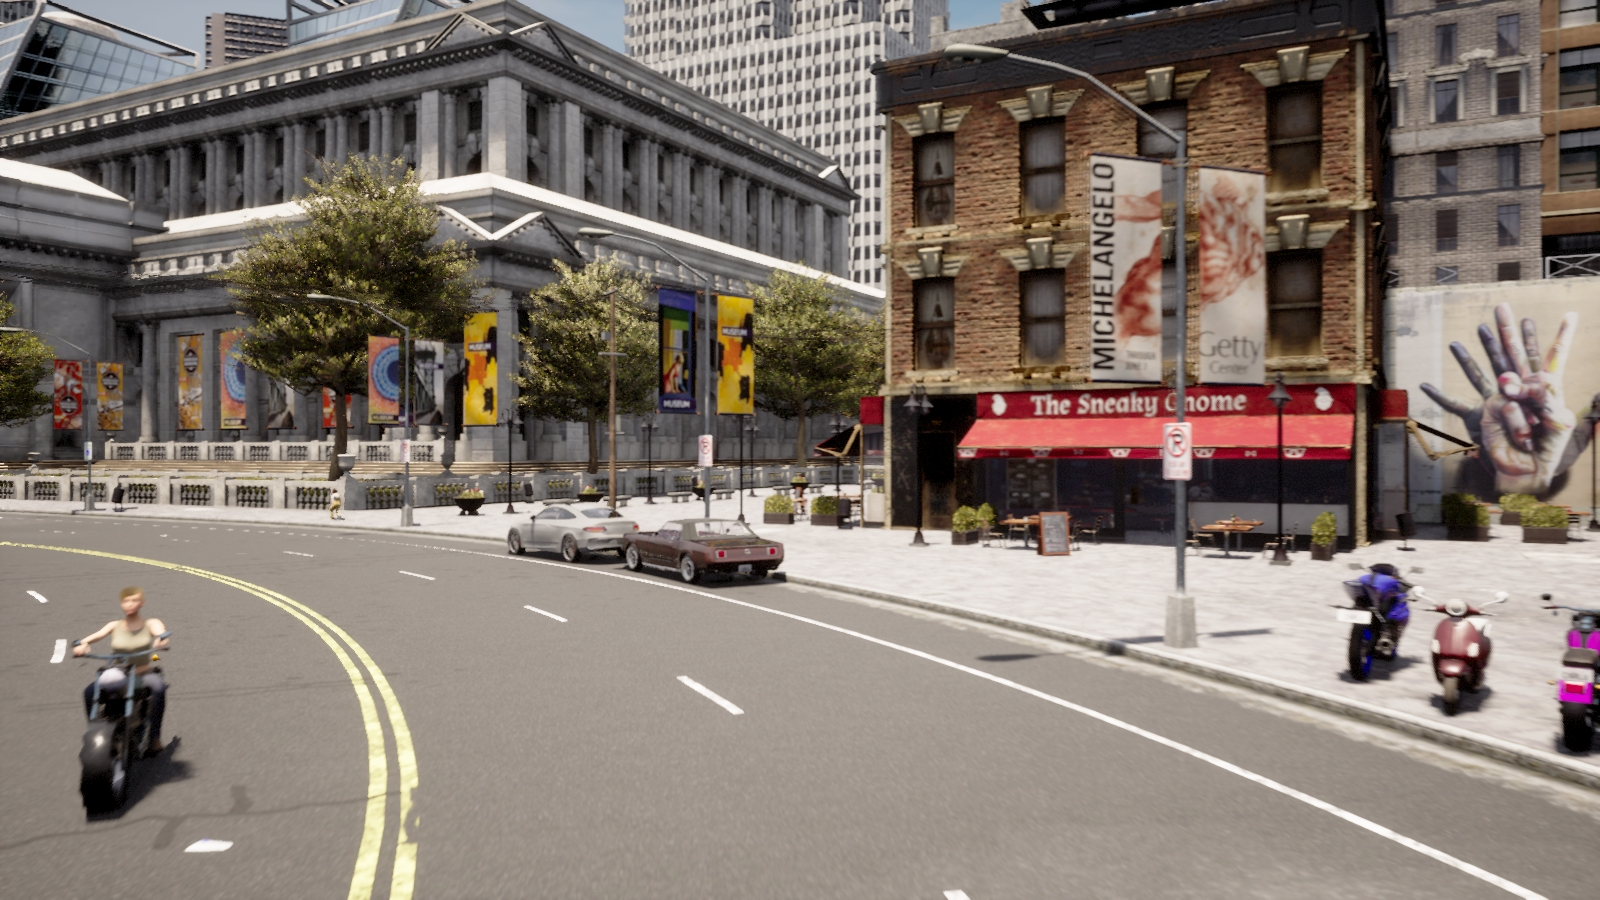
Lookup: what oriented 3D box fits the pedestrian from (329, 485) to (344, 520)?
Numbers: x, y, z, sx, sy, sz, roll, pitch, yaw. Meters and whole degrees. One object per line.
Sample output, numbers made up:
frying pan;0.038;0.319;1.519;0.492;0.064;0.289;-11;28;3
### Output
pedestrian;-17.489;1.982;43.084;0.375;1.300;0.375;0;0;31
